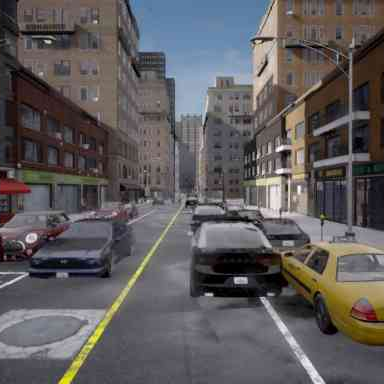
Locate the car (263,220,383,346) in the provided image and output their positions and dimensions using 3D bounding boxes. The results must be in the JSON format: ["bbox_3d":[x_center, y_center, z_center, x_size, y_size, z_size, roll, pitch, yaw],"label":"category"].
[{"bbox_3d":[2.856,1.523,6.530,1.752,1.417,4.829,-1,0,0],"label":"car"}]

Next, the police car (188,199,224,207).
[{"bbox_3d":[0.898,1.419,18.698,1.930,1.638,5.238,0,0,0],"label":"police car"}]

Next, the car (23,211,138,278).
[{"bbox_3d":[-3.001,1.544,10.373,2.033,1.411,5.357,0,0,0],"label":"car"}]

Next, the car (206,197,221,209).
[{"bbox_3d":[2.864,1.501,45.631,1.752,1.417,4.829,-1,0,0],"label":"car"}]

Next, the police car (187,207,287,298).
[{"bbox_3d":[0.899,1.423,8.697,1.930,1.638,5.238,0,0,0],"label":"police car"}]

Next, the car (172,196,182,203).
[{"bbox_3d":[-3.004,1.450,65.590,2.128,1.511,4.902,0,0,0],"label":"car"}]

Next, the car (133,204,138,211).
[{"bbox_3d":[-5.678,1.571,28.703,1.802,1.307,4.206,-1,0,0],"label":"car"}]

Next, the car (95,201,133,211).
[{"bbox_3d":[-5.679,1.432,23.117,1.967,1.590,4.097,-1,0,0],"label":"car"}]

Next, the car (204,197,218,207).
[{"bbox_3d":[2.865,1.537,51.047,1.947,1.339,4.313,-1,0,0],"label":"car"}]

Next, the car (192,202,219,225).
[{"bbox_3d":[0.898,1.518,24.588,1.812,1.442,4.674,0,0,0],"label":"car"}]

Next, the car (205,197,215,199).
[{"bbox_3d":[2.863,1.532,39.875,2.008,1.369,4.403,-1,0,0],"label":"car"}]

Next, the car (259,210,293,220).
[{"bbox_3d":[2.857,1.562,11.946,1.947,1.339,4.313,-1,0,0],"label":"car"}]

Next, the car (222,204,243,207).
[{"bbox_3d":[2.858,1.560,17.532,1.947,1.339,4.313,-1,0,0],"label":"car"}]

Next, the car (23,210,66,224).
[{"bbox_3d":[-5.679,1.436,11.946,1.967,1.590,4.097,-1,0,0],"label":"car"}]

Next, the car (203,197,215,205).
[{"bbox_3d":[2.866,1.547,56.633,1.802,1.307,4.206,-1,0,0],"label":"car"}]

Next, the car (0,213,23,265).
[{"bbox_3d":[-5.680,1.313,6.360,2.192,1.841,5.009,-1,0,0],"label":"car"}]

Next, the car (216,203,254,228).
[{"bbox_3d":[2.860,1.543,23.118,2.008,1.369,4.403,-1,0,0],"label":"car"}]

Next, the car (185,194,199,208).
[{"bbox_3d":[0.033,1.451,48.424,1.882,1.535,5.008,0,0,0],"label":"car"}]

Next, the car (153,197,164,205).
[{"bbox_3d":[-5.679,1.510,56.631,1.887,1.381,4.507,-1,0,0],"label":"car"}]
